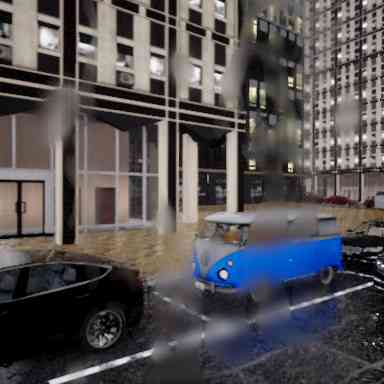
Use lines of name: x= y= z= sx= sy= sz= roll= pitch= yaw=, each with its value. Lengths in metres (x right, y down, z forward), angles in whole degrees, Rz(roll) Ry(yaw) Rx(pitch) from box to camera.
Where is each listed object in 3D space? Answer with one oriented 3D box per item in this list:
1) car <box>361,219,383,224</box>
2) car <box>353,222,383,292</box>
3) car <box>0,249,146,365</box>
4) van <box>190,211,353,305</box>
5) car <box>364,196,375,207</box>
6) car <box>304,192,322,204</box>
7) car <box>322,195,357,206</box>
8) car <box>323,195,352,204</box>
car: x=6.468 y=1.606 z=11.174 sx=4.403 sy=1.369 sz=2.008 roll=0 pitch=0 yaw=-35
car: x=6.095 y=1.535 z=7.727 sx=4.902 sy=1.511 sz=2.128 roll=0 pitch=0 yaw=-35
car: x=-2.729 y=1.568 z=4.613 sx=4.313 sy=1.339 sz=1.947 roll=0 pitch=0 yaw=-36
van: x=1.870 y=1.369 z=7.895 sx=3.998 sy=1.788 sz=1.690 roll=0 pitch=0 yaw=-36
car: x=24.674 y=1.290 z=43.129 sx=1.967 sy=1.590 sz=4.097 roll=2 pitch=0 yaw=-36
car: x=18.184 y=0.950 z=52.190 sx=2.192 sy=1.841 sz=5.009 roll=2 pitch=0 yaw=-36
car: x=21.423 y=1.324 z=47.660 sx=1.802 sy=1.307 sz=4.206 roll=2 pitch=0 yaw=-36
car: x=24.951 y=1.246 z=57.122 sx=1.802 sy=1.307 sz=4.206 roll=2 pitch=0 yaw=-36
